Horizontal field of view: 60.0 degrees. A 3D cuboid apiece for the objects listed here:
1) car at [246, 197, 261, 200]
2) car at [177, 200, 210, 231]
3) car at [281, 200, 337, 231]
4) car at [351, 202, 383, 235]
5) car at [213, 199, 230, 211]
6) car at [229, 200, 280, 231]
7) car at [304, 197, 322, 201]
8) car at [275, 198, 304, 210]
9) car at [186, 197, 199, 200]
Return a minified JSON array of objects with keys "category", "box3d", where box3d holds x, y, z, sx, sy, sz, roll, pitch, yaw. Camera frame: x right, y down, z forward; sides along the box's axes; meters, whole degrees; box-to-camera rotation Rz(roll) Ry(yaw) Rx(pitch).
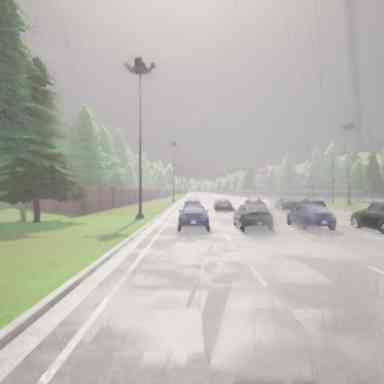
[{"category":"car","box3d":[7.058,1.369,38.300,2.128,1.511,4.902,0,0,0]},{"category":"car","box3d":[0.096,1.460,20.133,1.812,1.442,4.674,0,0,0]},{"category":"car","box3d":[7.097,1.460,20.105,1.812,1.442,4.674,0,0,0]},{"category":"car","box3d":[10.597,1.295,18.144,2.097,1.767,4.553,0,0,0]},{"category":"car","box3d":[3.560,1.439,38.646,1.994,1.385,4.181,0,0,0]},{"category":"car","box3d":[3.596,1.437,20.066,1.837,1.490,4.892,0,0,0]},{"category":"car","box3d":[14.066,1.349,39.580,1.882,1.535,5.008,0,0,0]},{"category":"car","box3d":[10.552,1.386,37.183,1.837,1.490,4.892,0,1,0]},{"category":"car","box3d":[0.058,1.369,38.302,2.128,1.511,4.902,0,0,0]}]
